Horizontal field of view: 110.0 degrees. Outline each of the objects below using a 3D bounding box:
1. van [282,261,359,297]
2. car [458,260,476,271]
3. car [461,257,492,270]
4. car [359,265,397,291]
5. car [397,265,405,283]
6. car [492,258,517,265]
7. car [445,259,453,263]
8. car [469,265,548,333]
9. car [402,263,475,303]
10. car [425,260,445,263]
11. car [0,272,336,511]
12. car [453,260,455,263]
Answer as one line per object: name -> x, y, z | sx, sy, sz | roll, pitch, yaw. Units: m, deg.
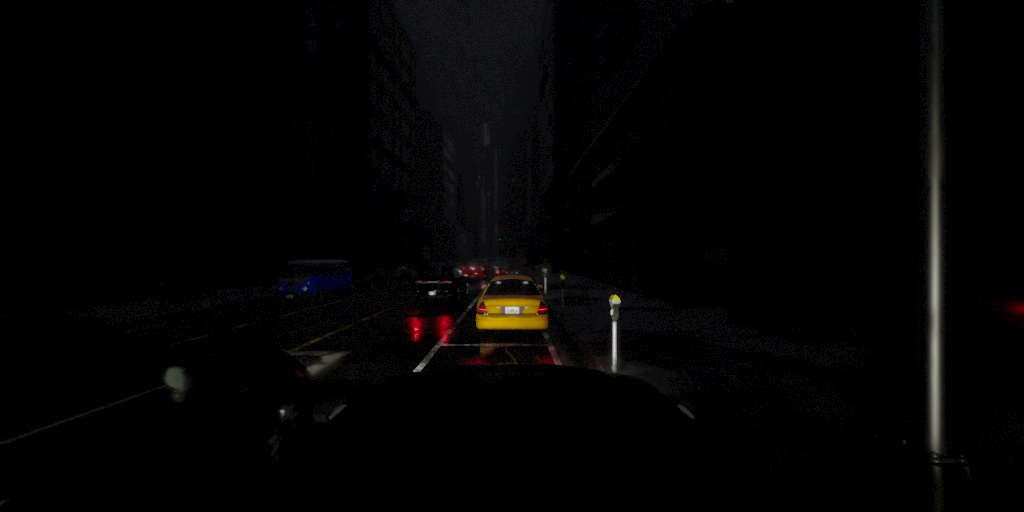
van -> -8.813, 1.091, 16.328 | 1.690, 1.789, 3.998 | 0, 0, 0
car -> -6.152, 1.327, 49.690 | 1.994, 1.385, 4.181 | 0, 0, 0
car -> -3.143, 1.104, 31.313 | 2.097, 1.767, 4.553 | 0, 0, 0
car -> -8.813, 1.317, 21.829 | 1.948, 1.339, 4.313 | 0, 0, 0
car -> -8.813, 1.335, 27.331 | 1.802, 1.307, 4.207 | 0, 0, 0
car -> -0.288, 1.193, 27.330 | 1.967, 1.591, 4.097 | 0, 0, 0
car -> -8.814, 1.341, 43.834 | 1.802, 1.307, 4.207 | 0, 0, 0
car -> 0.005, 1.207, 10.690 | 1.801, 1.575, 5.366 | 0, 0, 0
car -> -3.141, 1.243, 16.539 | 2.128, 1.511, 4.902 | 0, 0, 0
car -> -8.813, 1.322, 38.333 | 1.948, 1.339, 4.313 | 0, 0, 0
car -> -3.145, 1.101, 1.943 | 2.097, 1.767, 4.553 | 0, 0, 0
car -> -8.814, 1.201, 49.336 | 1.967, 1.591, 4.097 | 0, 0, 0
